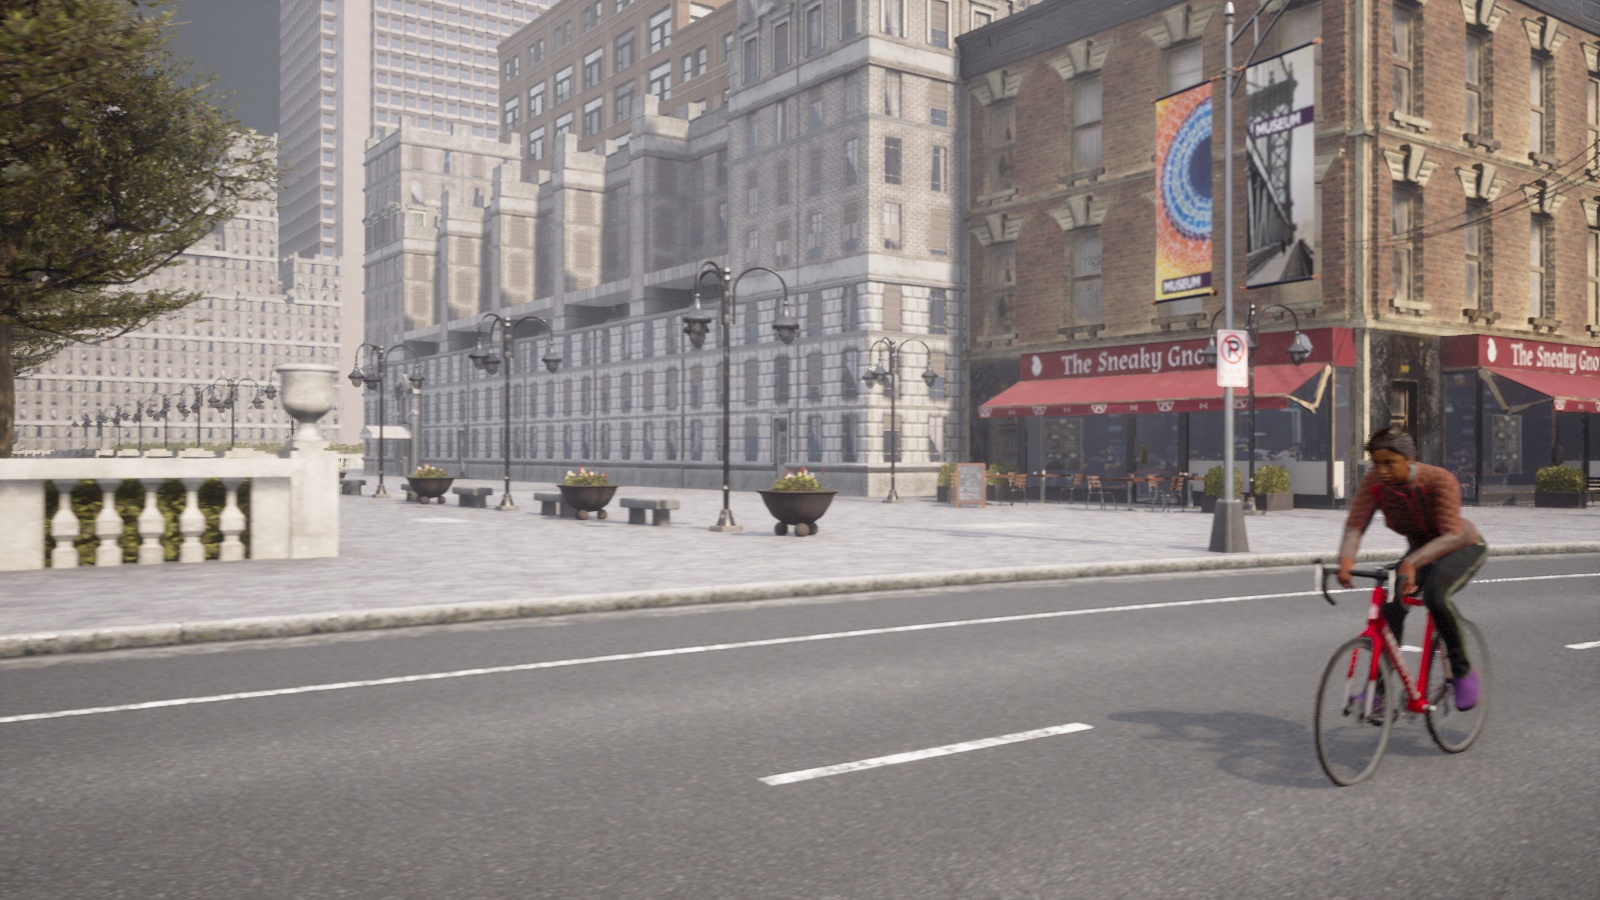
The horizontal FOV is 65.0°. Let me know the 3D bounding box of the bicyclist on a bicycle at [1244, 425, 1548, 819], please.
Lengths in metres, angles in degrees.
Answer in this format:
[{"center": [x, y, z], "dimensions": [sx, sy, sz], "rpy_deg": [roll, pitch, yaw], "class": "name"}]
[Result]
[{"center": [2.841, 0.704, 5.920], "dimensions": [1.656, 1.620, 0.582], "rpy_deg": [-1, 1, -37], "class": "bicyclist on a bicycle"}]
